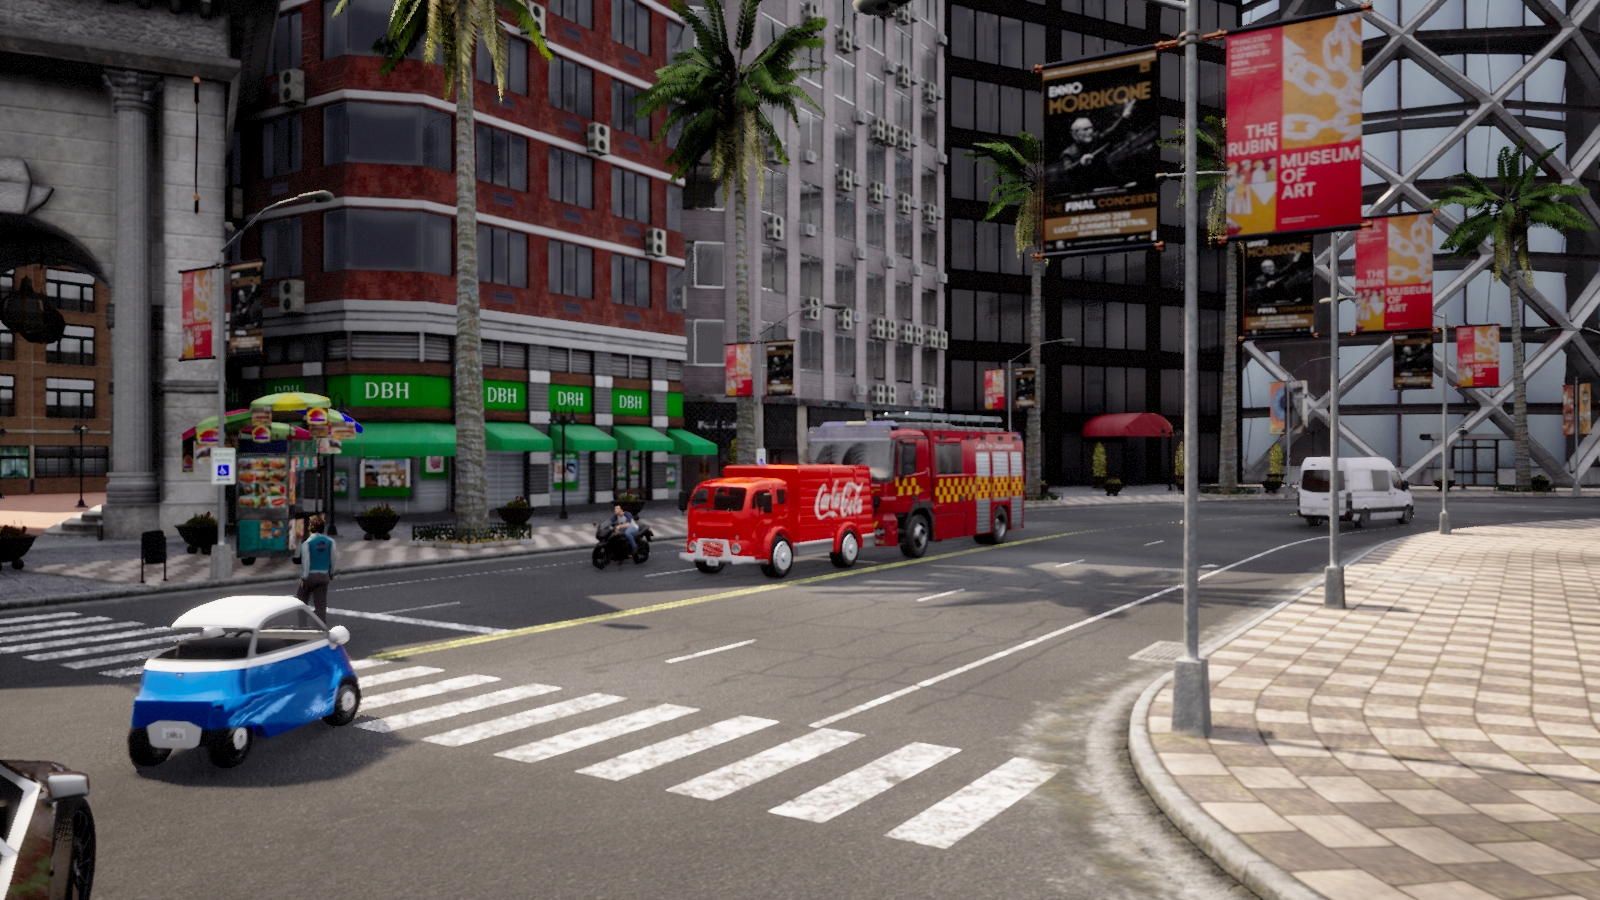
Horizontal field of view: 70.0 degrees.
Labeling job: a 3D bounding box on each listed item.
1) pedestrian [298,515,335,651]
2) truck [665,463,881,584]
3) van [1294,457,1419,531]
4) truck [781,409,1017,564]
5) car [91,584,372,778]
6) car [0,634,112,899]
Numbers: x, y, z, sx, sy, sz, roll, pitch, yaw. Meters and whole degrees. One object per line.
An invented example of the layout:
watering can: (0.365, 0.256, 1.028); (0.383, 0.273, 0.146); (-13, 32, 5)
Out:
pedestrian: (-6.822, 1.857, 16.130); (0.375, 1.860, 0.375); (0, 0, -44)
truck: (-0.494, 1.576, 26.796); (2.627, 2.467, 5.204); (0, 0, 32)
van: (20.826, 1.539, 42.611); (5.915, 2.561, 1.988); (0, 0, -40)
truck: (3.101, 0.899, 32.615); (2.891, 3.827, 8.468); (0, 0, 34)
car: (-5.335, 2.125, 10.989); (1.481, 1.376, 2.207); (0, 1, 5)
car: (-4.090, 1.995, 4.562); (2.152, 1.651, 5.027); (0, 0, -33)
